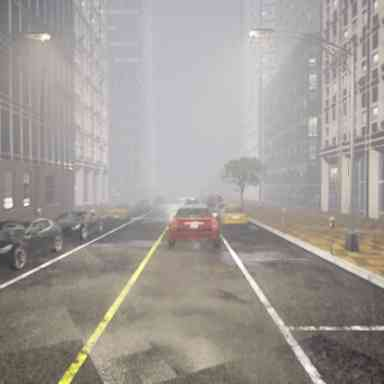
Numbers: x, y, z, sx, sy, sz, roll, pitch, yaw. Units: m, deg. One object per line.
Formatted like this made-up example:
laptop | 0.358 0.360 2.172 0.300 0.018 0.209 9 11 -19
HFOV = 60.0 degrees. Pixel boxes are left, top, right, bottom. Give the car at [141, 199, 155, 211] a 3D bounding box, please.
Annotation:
car | -5.758 1.535 39.228 1.802 1.307 4.206 -1 0 0

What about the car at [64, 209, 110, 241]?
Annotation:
car | -5.723 1.555 16.531 1.947 1.339 4.313 -1 0 0

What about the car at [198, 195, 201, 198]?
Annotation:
car | 0.038 1.434 41.311 2.128 1.511 4.902 0 0 0

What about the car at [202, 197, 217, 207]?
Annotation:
car | 2.604 1.466 50.540 1.887 1.381 4.507 -1 0 0

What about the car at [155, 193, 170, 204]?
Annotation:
car | -5.799 1.217 61.926 2.192 1.841 5.009 -1 0 0

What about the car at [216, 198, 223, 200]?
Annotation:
car | 2.639 1.488 28.008 1.752 1.417 4.829 -1 0 0

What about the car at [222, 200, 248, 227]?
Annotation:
car | 2.647 1.497 22.334 1.752 1.417 4.829 -1 0 0

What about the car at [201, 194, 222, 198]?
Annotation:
car | 2.617 1.260 39.188 2.192 1.841 5.009 -1 0 0

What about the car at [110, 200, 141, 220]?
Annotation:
car | -5.741 1.498 27.709 1.752 1.417 4.829 -1 0 0

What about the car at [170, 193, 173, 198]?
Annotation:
car | -5.812 1.395 73.105 1.752 1.417 4.829 -1 0 0

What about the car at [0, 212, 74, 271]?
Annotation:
car | -5.714 1.562 10.856 1.947 1.339 4.313 -1 0 0

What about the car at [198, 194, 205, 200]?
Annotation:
car | 2.540 1.245 90.264 1.967 1.590 4.097 -1 0 0

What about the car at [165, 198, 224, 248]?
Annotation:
car | 0.079 1.336 14.895 2.097 1.767 4.553 0 0 0

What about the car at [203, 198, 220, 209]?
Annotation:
car | 2.613 1.499 44.862 1.947 1.339 4.313 -1 0 0
